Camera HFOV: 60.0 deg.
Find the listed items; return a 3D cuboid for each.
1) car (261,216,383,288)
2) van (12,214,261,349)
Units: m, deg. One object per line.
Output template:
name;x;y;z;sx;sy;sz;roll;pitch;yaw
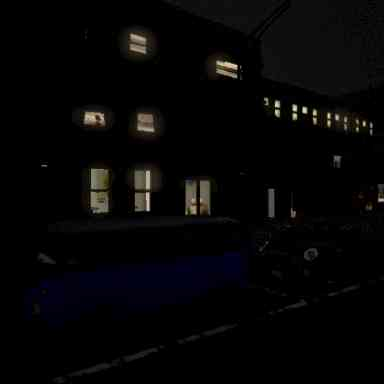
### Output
car;3.660;1.440;9.173;4.097;1.590;1.967;0;0;-35
van;-0.837;1.341;5.966;3.998;1.788;1.690;0;0;-35
